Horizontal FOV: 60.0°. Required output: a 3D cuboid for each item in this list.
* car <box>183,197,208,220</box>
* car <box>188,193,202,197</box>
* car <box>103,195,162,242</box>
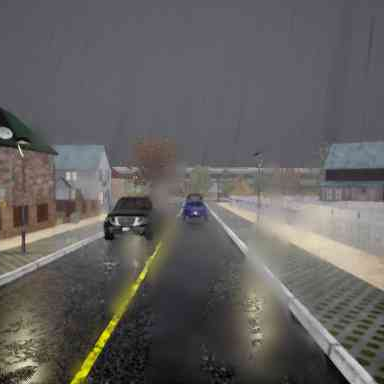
[{"bbox_3d":[0.255,1.448,27.330,1.882,1.535,5.008,0,-1,0],"label":"car"},{"bbox_3d":[0.338,1.188,42.095,2.150,2.045,5.566,0,0,0],"label":"car"},{"bbox_3d":[-2.755,1.202,16.706,2.150,2.045,5.566,0,0,0],"label":"car"}]
